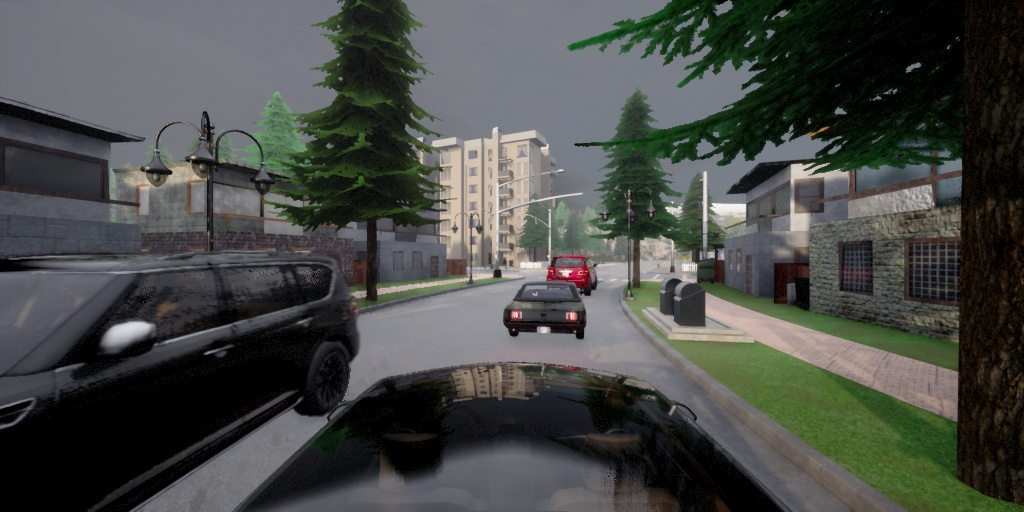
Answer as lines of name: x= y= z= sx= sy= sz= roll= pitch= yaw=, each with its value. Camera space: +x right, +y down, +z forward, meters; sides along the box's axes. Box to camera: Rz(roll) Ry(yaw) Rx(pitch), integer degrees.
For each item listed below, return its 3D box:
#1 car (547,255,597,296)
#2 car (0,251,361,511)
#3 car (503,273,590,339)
car: x=3.369 y=0.971 z=19.631 sx=2.150 sy=2.045 sz=5.566 roll=0 pitch=0 yaw=18
car: x=-3.417 y=0.971 z=3.084 sx=2.150 sy=2.045 sz=5.566 roll=0 pitch=0 yaw=3
car: x=1.073 y=1.351 z=10.135 sx=1.895 sy=1.301 sz=4.718 roll=0 pitch=0 yaw=9
